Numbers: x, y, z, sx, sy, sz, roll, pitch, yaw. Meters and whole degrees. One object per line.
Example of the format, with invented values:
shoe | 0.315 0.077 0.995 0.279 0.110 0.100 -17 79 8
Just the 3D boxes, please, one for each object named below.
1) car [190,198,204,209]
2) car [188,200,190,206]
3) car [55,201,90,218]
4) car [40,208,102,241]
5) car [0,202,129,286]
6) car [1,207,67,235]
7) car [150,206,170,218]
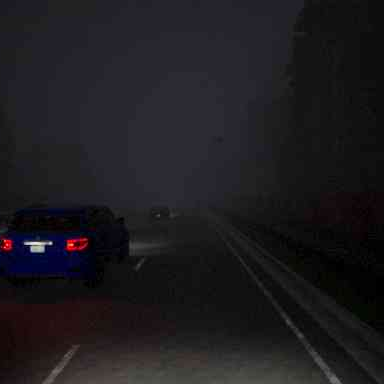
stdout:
car | 1.224 2.209 65.157 2.150 2.045 5.566 0 -1 0
car | -0.001 2.695 86.161 1.812 1.442 4.674 0 -1 0
car | -13.231 1.914 37.142 2.097 1.767 4.553 0 -1 3
car | -6.900 1.804 19.592 1.837 1.490 4.892 0 0 0
car | -3.401 1.376 10.002 2.150 2.045 5.566 0 -1 0
car | -10.400 1.833 22.392 2.128 1.511 4.902 0 -1 0
car | -3.400 2.149 36.200 1.895 1.301 4.718 0 -1 0
